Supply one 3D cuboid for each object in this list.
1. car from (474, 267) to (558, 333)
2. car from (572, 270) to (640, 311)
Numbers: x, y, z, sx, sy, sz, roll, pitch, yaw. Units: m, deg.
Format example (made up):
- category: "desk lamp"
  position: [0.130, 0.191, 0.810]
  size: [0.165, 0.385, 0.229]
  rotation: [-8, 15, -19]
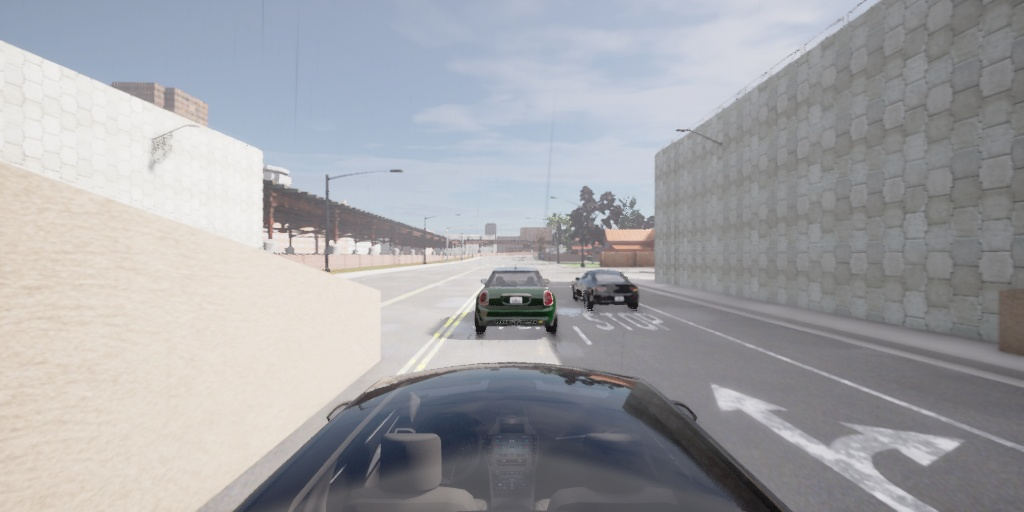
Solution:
- category: "car"
  position: [0.099, 1.093, 10.835]
  size: [2.097, 1.767, 4.553]
  rotation: [0, 0, 0]
- category: "car"
  position: [3.598, 1.263, 14.310]
  size: [1.812, 1.442, 4.674]
  rotation: [0, 0, 0]
